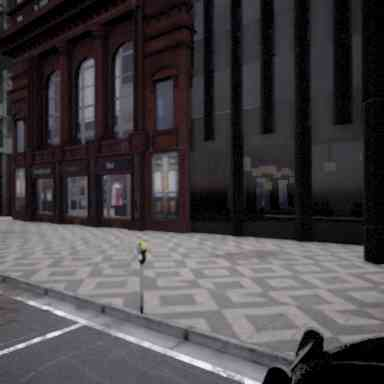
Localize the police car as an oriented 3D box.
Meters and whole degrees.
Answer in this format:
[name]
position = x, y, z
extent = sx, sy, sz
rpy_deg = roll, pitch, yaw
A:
[police car]
position = 2.813, 1.421, 1.349
extent = 5.238, 1.638, 1.930
rpy_deg = -1, -1, 37
